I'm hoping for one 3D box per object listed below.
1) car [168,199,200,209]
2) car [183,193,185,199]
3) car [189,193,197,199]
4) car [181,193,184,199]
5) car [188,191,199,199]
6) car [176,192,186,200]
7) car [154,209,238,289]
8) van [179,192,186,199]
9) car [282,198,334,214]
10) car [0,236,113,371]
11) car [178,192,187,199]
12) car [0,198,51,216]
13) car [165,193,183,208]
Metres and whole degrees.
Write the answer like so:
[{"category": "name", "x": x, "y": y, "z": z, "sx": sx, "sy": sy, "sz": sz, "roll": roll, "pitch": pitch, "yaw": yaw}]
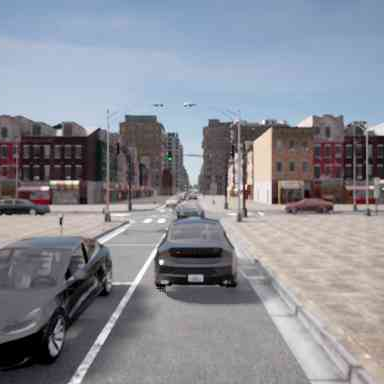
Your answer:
[{"category": "car", "x": -0.433, "y": 1.434, "z": 24.209, "sx": 1.895, "sy": 1.301, "sz": 4.718, "roll": 0, "pitch": 0, "yaw": -9}, {"category": "car", "x": -2.487, "y": 1.249, "z": 54.794, "sx": 1.802, "sy": 1.307, "sz": 4.206, "roll": 0, "pitch": 0, "yaw": 0}, {"category": "car", "x": 0.224, "y": 1.029, "z": 83.385, "sx": 1.882, "sy": 1.535, "sz": 5.008, "roll": 0, "pitch": 0, "yaw": 0}, {"category": "car", "x": -2.501, "y": 1.239, "z": 49.189, "sx": 1.887, "sy": 1.381, "sz": 4.507, "roll": 0, "pitch": 0, "yaw": 0}, {"category": "car", "x": 0.203, "y": 1.141, "z": 73.686, "sx": 1.994, "sy": 1.385, "sz": 4.181, "roll": 0, "pitch": 0, "yaw": 0}, {"category": "car", "x": -2.426, "y": 0.889, "z": 77.215, "sx": 2.192, "sy": 1.841, "sz": 5.009, "roll": 0, "pitch": 0, "yaw": 0}, {"category": "car", "x": 0.104, "y": 1.440, "z": 8.997, "sx": 1.837, "sy": 1.490, "sz": 4.892, "roll": 0, "pitch": 0, "yaw": 1}, {"category": "van", "x": -2.396, "y": 0.874, "z": 88.425, "sx": 1.690, "sy": 1.788, "sz": 3.998, "roll": 0, "pitch": 0, "yaw": 0}, {"category": "car", "x": 10.923, "y": 1.301, "z": 31.363, "sx": 4.674, "sy": 1.442, "sz": 1.812, "roll": 0, "pitch": 0, "yaw": 0}, {"category": "car", "x": -2.617, "y": 1.523, "z": 5.815, "sx": 1.947, "sy": 1.339, "sz": 4.313, "roll": 0, "pitch": 0, "yaw": 0}, {"category": "car", "x": -2.456, "y": 1.058, "z": 66.004, "sx": 1.967, "sy": 1.590, "sz": 4.097, "roll": 0, "pitch": 0, "yaw": 0}, {"category": "car", "x": -14.687, "y": 1.328, "z": 28.520, "sx": 4.892, "sy": 1.490, "sz": 1.837, "roll": 0, "pitch": 0, "yaw": 0}, {"category": "car", "x": -2.517, "y": 1.249, "z": 43.414, "sx": 1.752, "sy": 1.417, "sz": 4.829, "roll": 0, "pitch": 0, "yaw": 0}]
